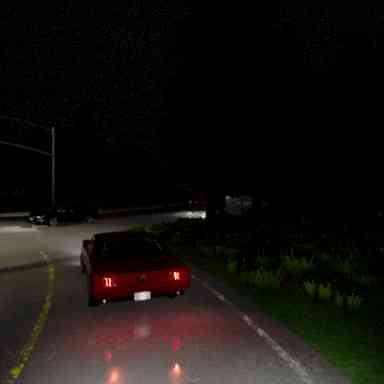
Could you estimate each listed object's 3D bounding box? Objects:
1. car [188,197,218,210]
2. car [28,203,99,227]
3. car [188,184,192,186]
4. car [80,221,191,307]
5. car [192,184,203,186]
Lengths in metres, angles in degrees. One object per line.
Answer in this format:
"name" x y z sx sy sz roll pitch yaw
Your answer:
"car" 1.394 0.960 35.146 2.097 1.767 4.553 0 3 28
"car" -8.900 1.544 23.341 1.837 1.490 4.892 0 -1 37
"car" 0.140 -1.742 70.093 2.128 1.511 4.902 0 5 -1
"car" -1.678 1.610 8.147 1.895 1.301 4.718 0 0 -21
"car" 2.650 -0.675 53.434 2.150 2.045 5.566 0 5 -25
